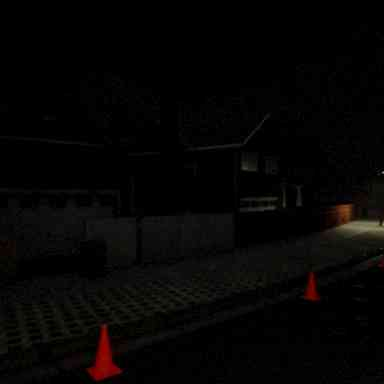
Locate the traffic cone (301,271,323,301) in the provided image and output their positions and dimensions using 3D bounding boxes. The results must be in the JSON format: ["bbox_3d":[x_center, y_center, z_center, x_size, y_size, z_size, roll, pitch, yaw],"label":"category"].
[{"bbox_3d":[2.629,2.030,7.303,0.340,0.580,0.340,1,-1,-41],"label":"traffic cone"}]

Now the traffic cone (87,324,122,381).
[{"bbox_3d":[-1.112,1.981,4.223,0.340,0.580,0.340,1,-1,-38],"label":"traffic cone"}]

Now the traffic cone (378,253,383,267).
[{"bbox_3d":[6.172,2.078,10.609,0.340,0.580,0.340,1,-1,-45],"label":"traffic cone"}]
